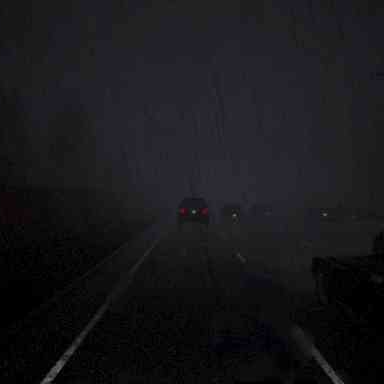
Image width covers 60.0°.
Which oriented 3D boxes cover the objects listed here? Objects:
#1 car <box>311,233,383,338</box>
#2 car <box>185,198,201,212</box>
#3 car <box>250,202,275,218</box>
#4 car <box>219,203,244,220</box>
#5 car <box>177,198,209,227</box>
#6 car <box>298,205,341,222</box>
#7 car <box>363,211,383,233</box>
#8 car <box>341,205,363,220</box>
[{"bbox_3d":[3.602,1.647,5.417,1.895,1.301,4.718,0,0,0],"label":"car"},{"bbox_3d":[0.122,1.729,45.094,2.097,1.767,4.553,0,-1,0],"label":"car"},{"bbox_3d":[7.117,1.789,34.021,1.837,1.490,4.892,0,0,0],"label":"car"},{"bbox_3d":[3.614,1.763,30.754,1.837,1.490,4.892,0,0,0],"label":"car"},{"bbox_3d":[0.112,1.428,24.519,2.150,2.045,5.566,0,0,0],"label":"car"},{"bbox_3d":[10.614,1.802,28.523,1.994,1.385,4.181,0,0,0],"label":"car"},{"bbox_3d":[7.104,1.430,9.295,2.097,1.767,4.553,0,-1,0],"label":"car"},{"bbox_3d":[14.115,1.861,31.128,1.895,1.301,4.718,0,0,0],"label":"car"}]
